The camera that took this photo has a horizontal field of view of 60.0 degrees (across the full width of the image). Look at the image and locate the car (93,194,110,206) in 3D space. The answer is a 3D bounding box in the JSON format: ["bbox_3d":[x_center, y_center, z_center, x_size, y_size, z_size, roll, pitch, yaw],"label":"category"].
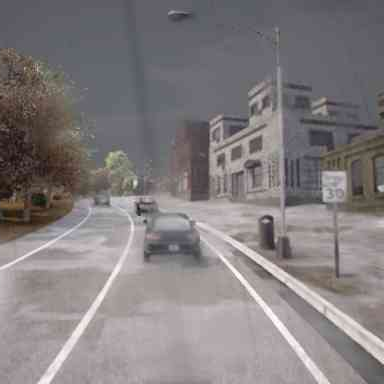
[{"bbox_3d":[-11.606,1.019,42.887,2.128,1.511,4.902,1,0,-18],"label":"car"}]

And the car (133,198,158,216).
[{"bbox_3d":[-4.171,1.277,30.001,2.128,1.511,4.902,1,0,-14],"label":"car"}]

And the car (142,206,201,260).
[{"bbox_3d":[-0.781,1.442,11.984,1.812,1.442,4.674,0,0,-6],"label":"car"}]
